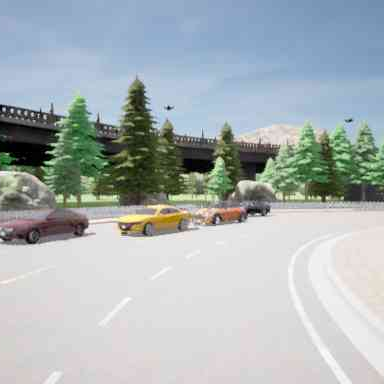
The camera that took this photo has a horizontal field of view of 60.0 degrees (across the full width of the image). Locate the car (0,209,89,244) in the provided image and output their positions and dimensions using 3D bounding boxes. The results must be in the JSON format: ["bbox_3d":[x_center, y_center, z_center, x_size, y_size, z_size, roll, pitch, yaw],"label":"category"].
[{"bbox_3d":[-7.148,1.569,16.499,1.812,1.442,4.674,0,0,25],"label":"car"}]

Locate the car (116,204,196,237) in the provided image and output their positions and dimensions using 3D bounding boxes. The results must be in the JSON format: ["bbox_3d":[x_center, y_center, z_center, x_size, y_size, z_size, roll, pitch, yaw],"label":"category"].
[{"bbox_3d":[-2.075,1.528,18.934,1.882,1.535,5.008,-1,-1,34],"label":"car"}]

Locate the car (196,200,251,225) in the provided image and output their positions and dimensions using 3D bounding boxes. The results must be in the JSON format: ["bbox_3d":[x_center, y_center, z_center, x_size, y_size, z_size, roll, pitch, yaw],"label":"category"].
[{"bbox_3d":[2.022,1.429,24.782,2.097,1.767,4.553,0,0,44],"label":"car"}]

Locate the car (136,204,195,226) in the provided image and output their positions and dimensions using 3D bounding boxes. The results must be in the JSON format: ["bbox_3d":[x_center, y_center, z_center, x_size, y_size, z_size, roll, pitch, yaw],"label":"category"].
[{"bbox_3d":[-1.910,1.630,24.910,1.994,1.385,4.181,0,0,42],"label":"car"}]

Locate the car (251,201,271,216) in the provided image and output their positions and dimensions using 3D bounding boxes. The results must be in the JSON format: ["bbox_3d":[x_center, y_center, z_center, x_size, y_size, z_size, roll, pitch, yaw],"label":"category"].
[{"bbox_3d":[5.331,1.577,31.675,4.902,1.511,2.128,0,0,-34],"label":"car"}]
